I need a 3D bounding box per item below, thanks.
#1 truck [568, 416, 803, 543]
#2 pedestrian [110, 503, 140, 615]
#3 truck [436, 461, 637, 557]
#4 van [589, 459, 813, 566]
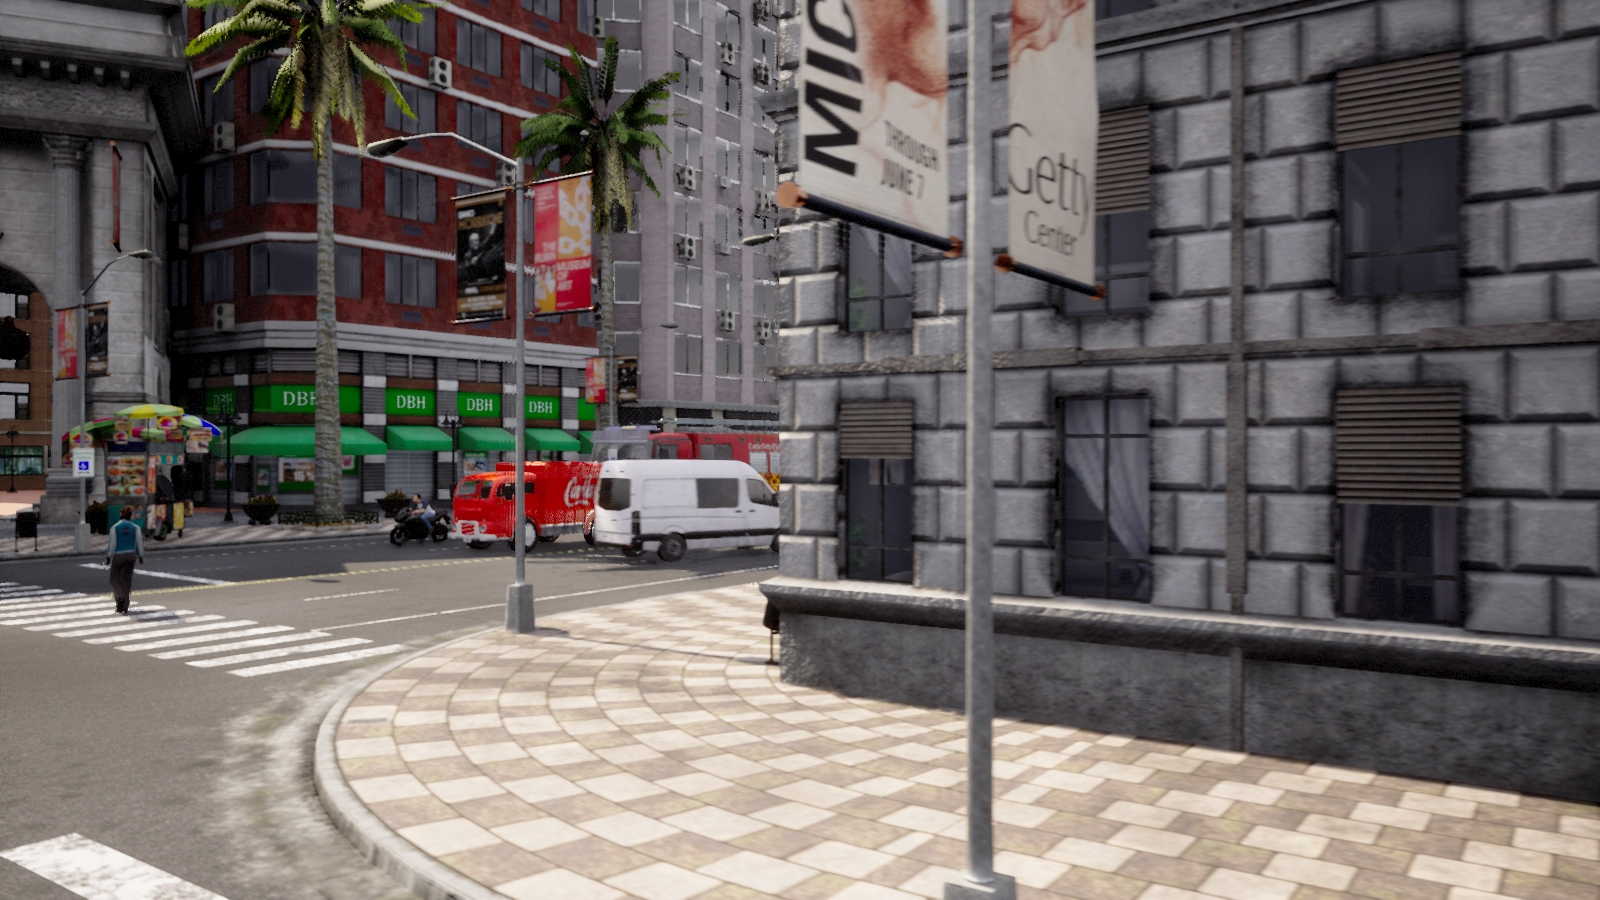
[{"bbox_3d":[-3.602,0.897,38.586,2.891,3.827,8.468,0,0,37],"label":"truck"},{"bbox_3d":[-11.561,1.852,19.573,0.375,1.860,0.375,0,0,-40],"label":"pedestrian"},{"bbox_3d":[-7.475,1.573,32.948,2.627,2.467,5.204,0,0,35],"label":"truck"},{"bbox_3d":[-2.518,1.539,30.501,5.915,2.561,1.988,0,0,-41],"label":"van"}]
